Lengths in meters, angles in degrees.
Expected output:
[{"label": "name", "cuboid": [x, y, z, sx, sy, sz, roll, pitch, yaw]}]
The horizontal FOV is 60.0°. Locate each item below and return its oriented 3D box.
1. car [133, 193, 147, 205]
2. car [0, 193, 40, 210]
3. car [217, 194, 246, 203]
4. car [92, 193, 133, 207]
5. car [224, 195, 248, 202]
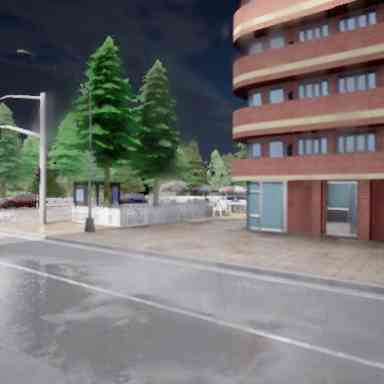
[{"label": "car", "cuboid": [-8.815, 0.968, 48.540, 2.097, 1.767, 4.553, 1, 0, 39]}, {"label": "car", "cuboid": [-18.480, 0.965, 35.417, 2.097, 1.767, 4.553, 1, 0, 36]}, {"label": "car", "cuboid": [6.546, 1.158, 57.938, 5.008, 1.535, 1.882, 0, 0, -30]}, {"label": "car", "cuboid": [-10.034, 0.998, 41.158, 2.097, 1.767, 4.553, 1, 0, 36]}, {"label": "car", "cuboid": [8.296, 1.232, 62.942, 4.181, 1.385, 1.994, 0, 0, -26]}]
